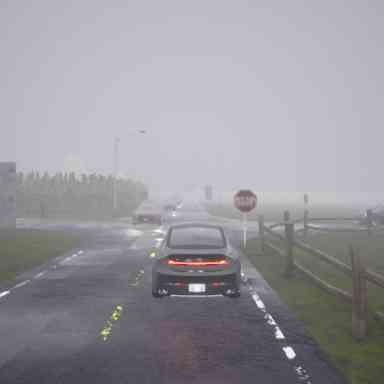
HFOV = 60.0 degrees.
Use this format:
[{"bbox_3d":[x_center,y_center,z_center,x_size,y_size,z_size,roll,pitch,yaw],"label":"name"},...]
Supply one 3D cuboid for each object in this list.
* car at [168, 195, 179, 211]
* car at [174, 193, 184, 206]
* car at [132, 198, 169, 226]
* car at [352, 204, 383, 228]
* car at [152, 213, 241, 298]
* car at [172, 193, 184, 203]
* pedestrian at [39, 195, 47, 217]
[{"bbox_3d":[-2.918,1.485,40.395,1.882,1.535,5.008,0,0,0],"label":"car"},{"bbox_3d":[-2.917,1.361,56.376,2.097,1.767,4.553,0,0,0],"label":"car"},{"bbox_3d":[-2.880,1.462,23.155,1.882,1.535,5.008,1,0,0],"label":"car"},{"bbox_3d":[14.277,1.650,24.366,4.553,1.767,2.097,1,-1,0],"label":"car"},{"bbox_3d":[0.087,1.506,8.505,1.837,1.490,4.892,0,0,0],"label":"car"},{"bbox_3d":[-2.871,1.225,69.199,2.150,2.045,5.566,0,0,0],"label":"car"},{"bbox_3d":[-12.217,1.141,27.268,0.375,1.860,0.375,0,-2,0],"label":"pedestrian"}]
